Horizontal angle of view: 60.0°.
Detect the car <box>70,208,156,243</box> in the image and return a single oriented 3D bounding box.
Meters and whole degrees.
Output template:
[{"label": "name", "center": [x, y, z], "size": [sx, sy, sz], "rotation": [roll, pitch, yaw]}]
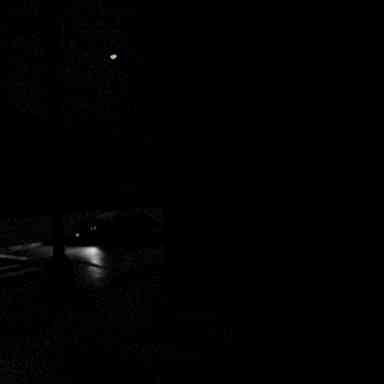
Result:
[{"label": "car", "center": [-3.726, 1.562, 16.461], "size": [1.812, 1.442, 4.674], "rotation": [-4, -1, 33]}]
